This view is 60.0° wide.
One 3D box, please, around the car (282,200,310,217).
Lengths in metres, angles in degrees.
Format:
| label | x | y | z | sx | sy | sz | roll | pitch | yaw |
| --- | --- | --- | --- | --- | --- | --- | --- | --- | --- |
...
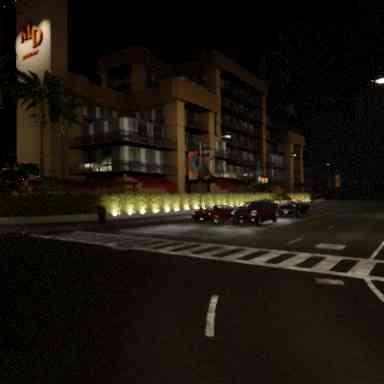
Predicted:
| label | x | y | z | sx | sy | sz | roll | pitch | yaw |
| --- | --- | --- | --- | --- | --- | --- | --- | --- | --- |
| car | 9.930 | 1.581 | 32.184 | 2.128 | 1.511 | 4.902 | -1 | 0 | 35 |

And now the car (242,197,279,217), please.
| label | x | y | z | sx | sy | sz | roll | pitch | yaw |
| --- | --- | --- | --- | --- | --- | --- | --- | --- | --- |
| car | 7.094 | 1.471 | 34.237 | 2.097 | 1.767 | 4.553 | -1 | 0 | 35 |

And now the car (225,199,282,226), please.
| label | x | y | z | sx | sy | sz | roll | pitch | yaw |
| --- | --- | --- | --- | --- | --- | --- | --- | --- | --- |
| car | 4.669 | 1.441 | 24.711 | 2.097 | 1.767 | 4.553 | -1 | 0 | 35 |

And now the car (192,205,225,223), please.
| label | x | y | z | sx | sy | sz | roll | pitch | yaw |
| --- | --- | --- | --- | --- | --- | --- | --- | --- | --- |
| car | 1.968 | 1.719 | 26.956 | 1.895 | 1.301 | 4.718 | -1 | 0 | 35 |
